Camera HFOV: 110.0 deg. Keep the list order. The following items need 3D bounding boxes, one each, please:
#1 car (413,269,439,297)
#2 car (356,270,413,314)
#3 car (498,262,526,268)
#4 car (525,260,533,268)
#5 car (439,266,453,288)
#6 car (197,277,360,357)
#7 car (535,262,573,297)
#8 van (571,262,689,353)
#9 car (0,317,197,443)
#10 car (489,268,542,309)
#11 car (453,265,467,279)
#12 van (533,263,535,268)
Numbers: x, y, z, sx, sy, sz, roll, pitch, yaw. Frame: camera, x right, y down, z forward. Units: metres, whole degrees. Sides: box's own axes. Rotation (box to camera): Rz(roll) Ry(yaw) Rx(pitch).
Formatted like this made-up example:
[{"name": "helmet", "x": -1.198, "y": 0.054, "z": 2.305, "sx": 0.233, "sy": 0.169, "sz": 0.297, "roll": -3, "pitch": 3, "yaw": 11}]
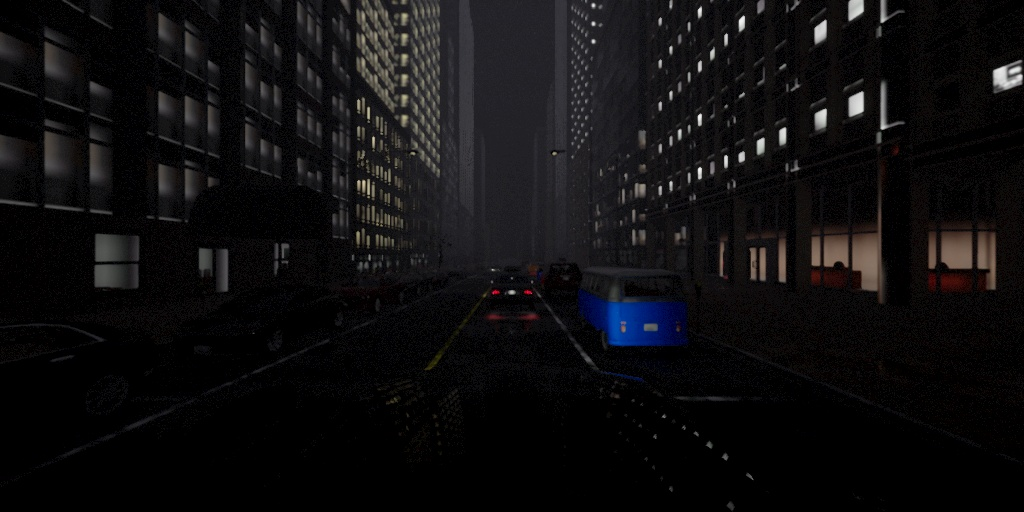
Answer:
[{"name": "car", "x": -5.696, "y": 1.473, "z": 20.136, "sx": 2.007, "sy": 1.370, "sz": 4.403, "roll": 0, "pitch": 0, "yaw": 0}, {"name": "car", "x": -5.694, "y": 1.415, "z": 14.453, "sx": 1.888, "sy": 1.381, "sz": 4.507, "roll": 0, "pitch": 0, "yaw": 0}, {"name": "car", "x": -0.001, "y": 1.535, "z": 31.159, "sx": 1.837, "sy": 1.490, "sz": 4.892, "roll": 0, "pitch": 0, "yaw": 0}, {"name": "car", "x": 3.130, "y": 1.671, "z": 49.028, "sx": 1.882, "sy": 1.535, "sz": 5.008, "roll": 0, "pitch": -1, "yaw": 0}, {"name": "car", "x": -5.697, "y": 1.558, "z": 25.820, "sx": 1.802, "sy": 1.307, "sz": 4.207, "roll": 0, "pitch": 0, "yaw": 0}, {"name": "car", "x": -5.693, "y": 1.382, "z": 8.769, "sx": 1.948, "sy": 1.339, "sz": 4.313, "roll": 0, "pitch": 0, "yaw": 0}, {"name": "car", "x": 2.685, "y": 1.238, "z": 20.138, "sx": 2.192, "sy": 1.841, "sz": 5.009, "roll": 0, "pitch": 0, "yaw": 0}, {"name": "van", "x": 2.688, "y": 1.157, "z": 8.771, "sx": 1.690, "sy": 1.789, "sz": 3.998, "roll": 0, "pitch": 0, "yaw": 0}, {"name": "car", "x": -5.692, "y": 1.313, "z": 3.086, "sx": 2.007, "sy": 1.370, "sz": 4.403, "roll": 0, "pitch": 0, "yaw": 0}, {"name": "car", "x": -0.002, "y": 1.430, "z": 15.839, "sx": 2.033, "sy": 1.411, "sz": 5.357, "roll": 0, "pitch": -1, "yaw": 0}, {"name": "car", "x": -5.699, "y": 1.633, "z": 37.186, "sx": 2.007, "sy": 1.370, "sz": 4.403, "roll": 0, "pitch": 0, "yaw": 0}, {"name": "van", "x": 2.684, "y": 1.317, "z": 25.821, "sx": 1.690, "sy": 1.789, "sz": 3.998, "roll": 0, "pitch": 0, "yaw": 0}]
